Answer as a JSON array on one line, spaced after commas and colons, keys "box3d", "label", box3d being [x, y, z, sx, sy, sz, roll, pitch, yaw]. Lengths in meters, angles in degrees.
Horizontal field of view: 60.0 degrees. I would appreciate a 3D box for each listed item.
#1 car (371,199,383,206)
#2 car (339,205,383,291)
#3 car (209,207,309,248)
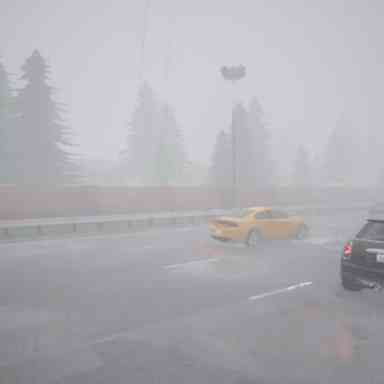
[{"box3d": [17.416, 1.337, 29.185, 4.181, 1.385, 1.994, -1, 0, -36], "label": "car"}, {"box3d": [5.433, 1.288, 7.619, 4.553, 1.767, 2.097, 0, 0, -35], "label": "car"}, {"box3d": [3.034, 1.399, 14.514, 5.008, 1.535, 1.882, -1, 0, -36], "label": "car"}]
